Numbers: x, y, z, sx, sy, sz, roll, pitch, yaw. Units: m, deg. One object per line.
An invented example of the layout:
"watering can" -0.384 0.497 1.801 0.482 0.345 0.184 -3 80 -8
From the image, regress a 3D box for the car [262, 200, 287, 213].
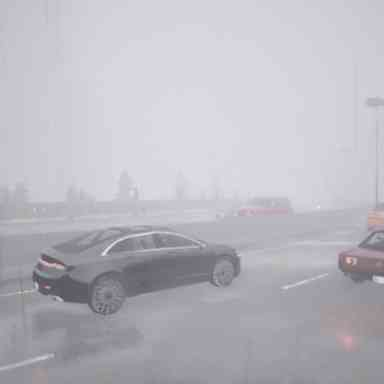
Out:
"car" 10.331 1.734 41.344 1.812 1.442 4.674 0 -1 31

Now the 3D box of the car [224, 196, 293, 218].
"car" 4.908 1.309 22.696 2.150 2.045 5.566 0 0 43

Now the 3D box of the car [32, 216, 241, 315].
"car" -0.969 1.521 7.661 4.902 1.511 2.128 0 0 -37

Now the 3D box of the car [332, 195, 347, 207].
"car" 25.722 1.558 58.168 2.150 2.045 5.566 0 -1 18

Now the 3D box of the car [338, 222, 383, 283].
"car" 5.770 1.621 8.676 4.718 1.301 1.895 0 0 -41

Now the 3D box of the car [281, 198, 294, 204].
"car" 22.707 2.114 79.316 2.128 1.511 4.902 0 -1 5

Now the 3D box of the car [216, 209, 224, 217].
"car" 3.872 1.604 26.801 2.128 1.511 4.902 0 0 42

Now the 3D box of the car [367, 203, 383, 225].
"car" 12.316 1.415 20.276 2.097 1.767 4.553 0 0 42

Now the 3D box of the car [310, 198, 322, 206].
"car" 23.559 1.909 63.239 2.128 1.511 4.902 0 -1 17
